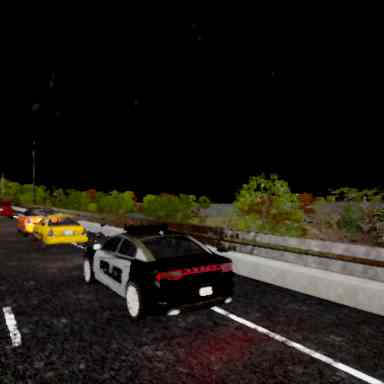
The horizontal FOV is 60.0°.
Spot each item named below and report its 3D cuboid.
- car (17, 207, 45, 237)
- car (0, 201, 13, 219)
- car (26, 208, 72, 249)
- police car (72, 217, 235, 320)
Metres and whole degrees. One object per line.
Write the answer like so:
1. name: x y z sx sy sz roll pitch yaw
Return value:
1. car: -9.831 1.760 21.235 2.097 1.767 4.553 0 -1 -33
2. car: -20.980 1.943 36.422 2.150 2.045 5.566 0 -1 -33
3. car: -6.674 1.767 16.392 1.801 1.575 5.366 0 -1 -33
4. police car: -1.171 1.567 7.949 1.930 1.638 5.238 0 -1 -33
